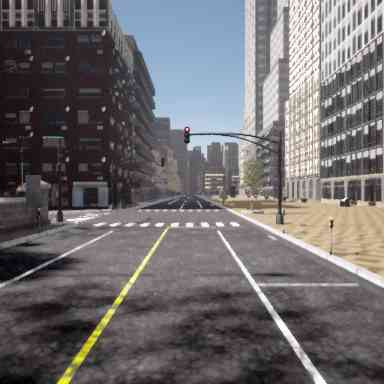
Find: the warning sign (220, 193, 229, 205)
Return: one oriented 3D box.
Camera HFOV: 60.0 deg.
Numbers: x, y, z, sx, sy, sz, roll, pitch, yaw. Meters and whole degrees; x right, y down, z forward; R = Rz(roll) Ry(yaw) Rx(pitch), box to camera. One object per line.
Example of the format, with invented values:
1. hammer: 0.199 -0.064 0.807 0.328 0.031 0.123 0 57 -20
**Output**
1. warning sign: 5.071 1.133 52.213 1.300 1.860 1.060 0 0 0
